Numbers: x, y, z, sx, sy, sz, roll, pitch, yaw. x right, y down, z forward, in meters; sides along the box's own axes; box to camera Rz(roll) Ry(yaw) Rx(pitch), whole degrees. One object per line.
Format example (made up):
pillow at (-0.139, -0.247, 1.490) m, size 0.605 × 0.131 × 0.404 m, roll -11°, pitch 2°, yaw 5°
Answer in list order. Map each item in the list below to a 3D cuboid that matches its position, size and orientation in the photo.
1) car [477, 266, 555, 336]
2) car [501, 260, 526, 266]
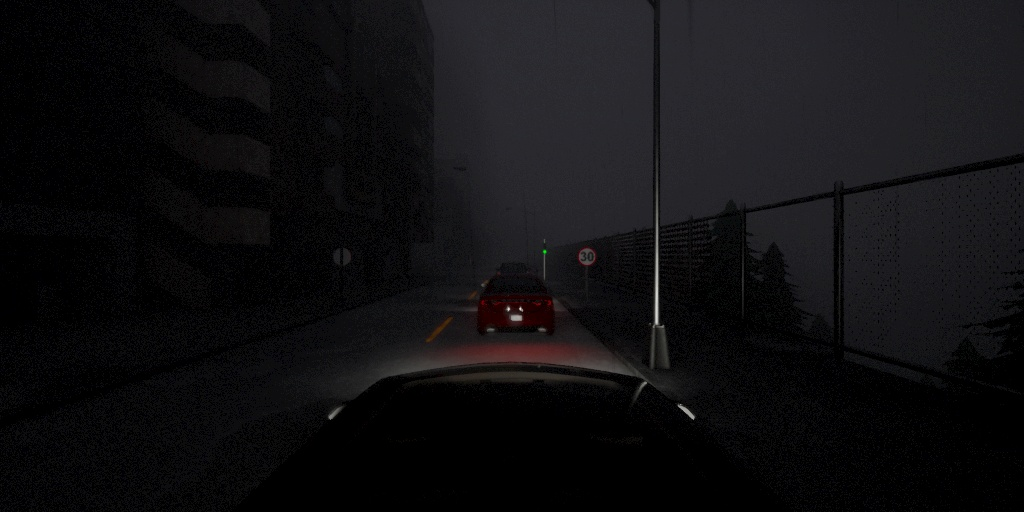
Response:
car at (0.092, 1.228, 10.445) m, size 1.882 × 1.535 × 5.008 m, roll 0°, pitch 0°, yaw 0°
car at (0.086, 1.101, 21.336) m, size 2.097 × 1.767 × 4.553 m, roll 0°, pitch 0°, yaw 0°
